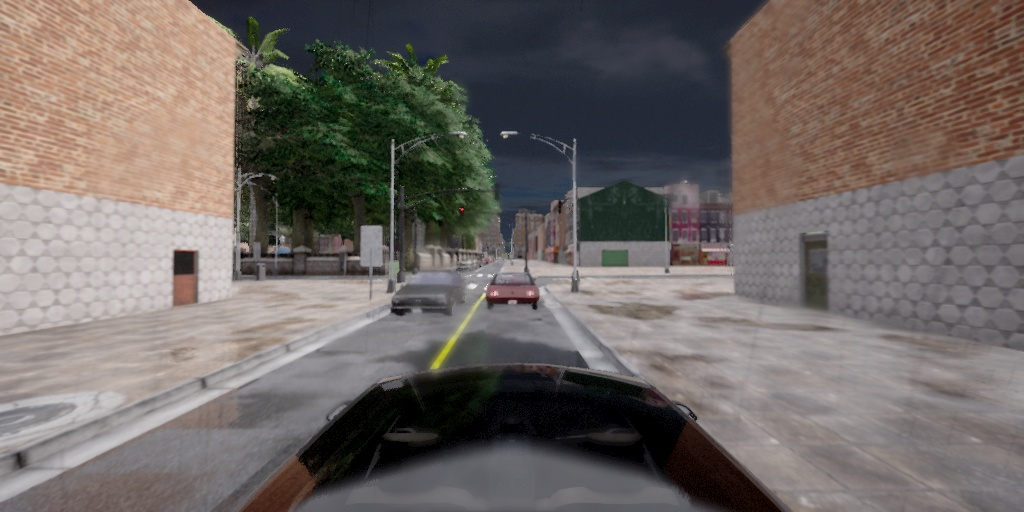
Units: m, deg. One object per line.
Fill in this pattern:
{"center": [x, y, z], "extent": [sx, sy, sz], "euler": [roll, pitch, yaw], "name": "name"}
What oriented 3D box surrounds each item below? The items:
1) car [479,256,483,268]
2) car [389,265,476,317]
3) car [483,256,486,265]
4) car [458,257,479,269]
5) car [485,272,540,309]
{"center": [-5.537, 1.067, 49.995], "extent": [2.007, 1.370, 4.403], "euler": [0, 0, 0], "name": "car"}
{"center": [-2.773, 1.236, 13.246], "extent": [2.033, 1.411, 5.357], "euler": [0, 0, 1], "name": "car"}
{"center": [-5.579, 1.062, 55.445], "extent": [1.948, 1.339, 4.313], "euler": [0, 0, 0], "name": "car"}
{"center": [-5.510, 1.096, 42.860], "extent": [2.007, 1.370, 4.403], "euler": [0, 0, 0], "name": "car"}
{"center": [0.035, 1.283, 14.380], "extent": [1.895, 1.301, 4.718], "euler": [0, 0, 1], "name": "car"}
